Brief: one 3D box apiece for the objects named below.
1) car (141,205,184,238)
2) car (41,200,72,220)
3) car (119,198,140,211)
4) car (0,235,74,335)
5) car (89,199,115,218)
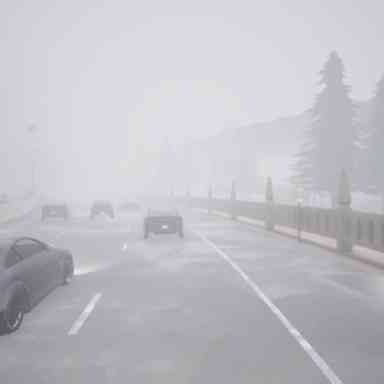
[{"bbox_3d":[-1.598,1.391,17.252,1.882,1.535,5.008,0,0,-9],"label":"car"},{"bbox_3d":[-10.922,1.389,26.997,1.882,1.535,5.008,0,0,-16],"label":"car"},{"bbox_3d":[-7.027,1.358,37.525,1.812,1.442,4.674,0,0,-20],"label":"car"},{"bbox_3d":[-3.833,1.548,6.623,1.994,1.385,4.181,0,0,-4],"label":"car"},{"bbox_3d":[-7.783,1.390,28.712,1.837,1.490,4.892,0,0,-16],"label":"car"}]
